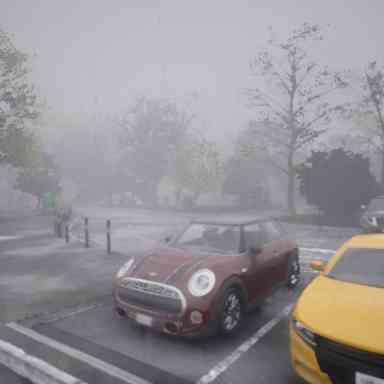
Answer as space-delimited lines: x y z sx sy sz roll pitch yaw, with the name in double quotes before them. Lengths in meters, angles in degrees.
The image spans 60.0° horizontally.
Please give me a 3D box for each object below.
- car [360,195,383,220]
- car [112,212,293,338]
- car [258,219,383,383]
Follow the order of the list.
"car" 9.344 1.190 15.562 2.435 2.045 5.566 0 0 35
"car" 0.568 1.309 6.802 2.185 1.767 4.553 0 0 35
"car" 3.040 1.442 5.041 2.097 1.535 5.008 0 0 35
